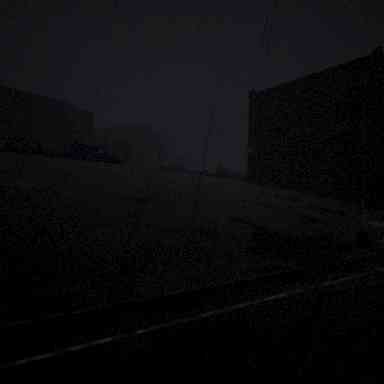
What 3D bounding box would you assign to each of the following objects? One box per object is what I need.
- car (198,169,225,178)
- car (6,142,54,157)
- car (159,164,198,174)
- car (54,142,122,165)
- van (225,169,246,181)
[{"bbox_3d":[1.711,-2.193,43.047,2.002,1.452,4.674,1,-2,40],"label":"car"},{"bbox_3d":[-13.638,-3.106,30.174,2.128,1.511,4.902,1,-2,44],"label":"car"},{"bbox_3d":[-1.847,-2.462,38.806,2.002,1.452,4.674,1,-2,41],"label":"car"},{"bbox_3d":[-9.170,-3.225,30.566,2.435,2.045,5.566,0,-2,44],"label":"car"},{"bbox_3d":[5.297,-2.161,47.449,1.878,1.987,4.442,1,-3,39],"label":"van"}]
